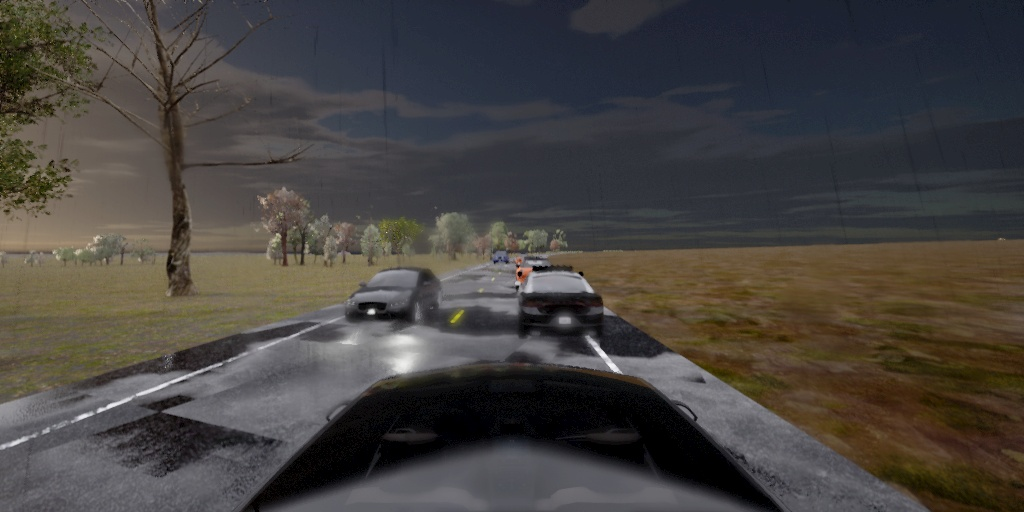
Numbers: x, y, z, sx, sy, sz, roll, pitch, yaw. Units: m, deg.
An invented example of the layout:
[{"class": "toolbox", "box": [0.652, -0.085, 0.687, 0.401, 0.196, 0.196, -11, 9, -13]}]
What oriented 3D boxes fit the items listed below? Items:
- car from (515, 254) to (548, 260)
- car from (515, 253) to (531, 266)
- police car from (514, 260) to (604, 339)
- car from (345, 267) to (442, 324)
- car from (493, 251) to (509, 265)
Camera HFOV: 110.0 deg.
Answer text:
[{"class": "car", "box": [1.271, 0.863, 19.662, 2.097, 1.767, 4.553, 0, 1, 1]}, {"class": "car", "box": [1.605, 0.439, 50.973, 2.097, 1.767, 4.553, 0, 1, 4]}, {"class": "police car", "box": [1.100, 1.068, 9.838, 1.930, 1.638, 5.238, 0, 1, 1]}, {"class": "car", "box": [-3.506, 1.125, 11.463, 1.837, 1.490, 4.892, 0, 1, 1]}, {"class": "car", "box": [-1.692, 0.240, 56.096, 2.150, 2.045, 5.566, 0, 1, 4]}]
